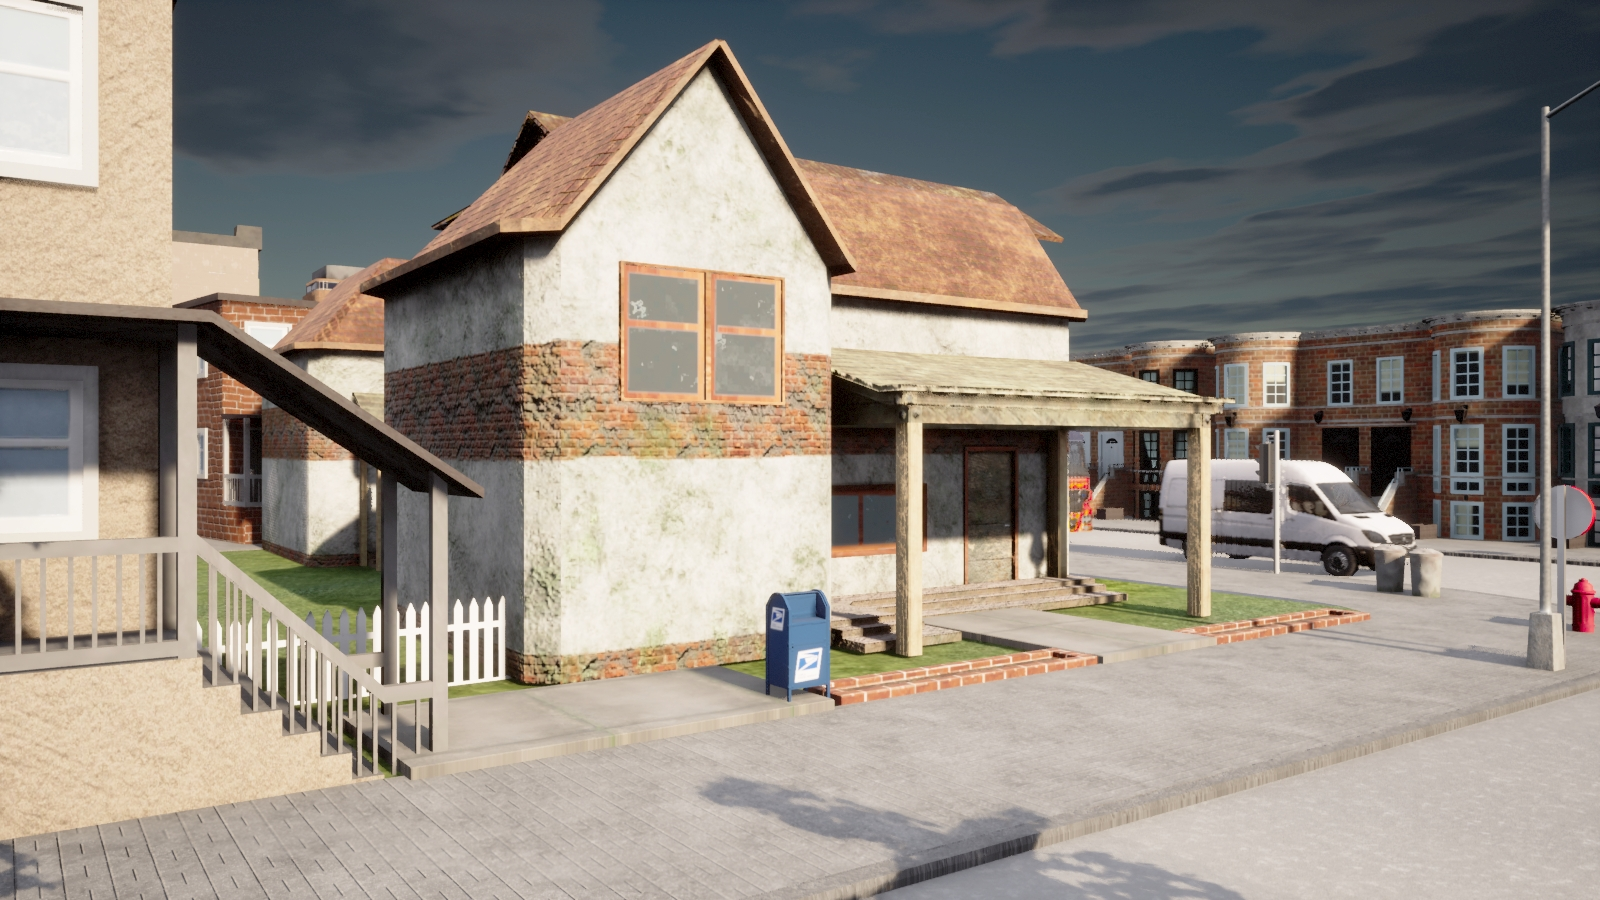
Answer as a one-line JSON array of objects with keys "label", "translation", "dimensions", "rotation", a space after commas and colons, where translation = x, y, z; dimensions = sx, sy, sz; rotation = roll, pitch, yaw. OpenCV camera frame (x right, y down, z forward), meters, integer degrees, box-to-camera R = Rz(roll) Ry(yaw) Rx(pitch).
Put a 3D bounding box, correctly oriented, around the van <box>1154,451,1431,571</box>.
[{"label": "van", "translation": [11.545, 1.304, 27.305], "dimensions": [1.988, 2.561, 5.915], "rotation": [0, 0, -35]}]
